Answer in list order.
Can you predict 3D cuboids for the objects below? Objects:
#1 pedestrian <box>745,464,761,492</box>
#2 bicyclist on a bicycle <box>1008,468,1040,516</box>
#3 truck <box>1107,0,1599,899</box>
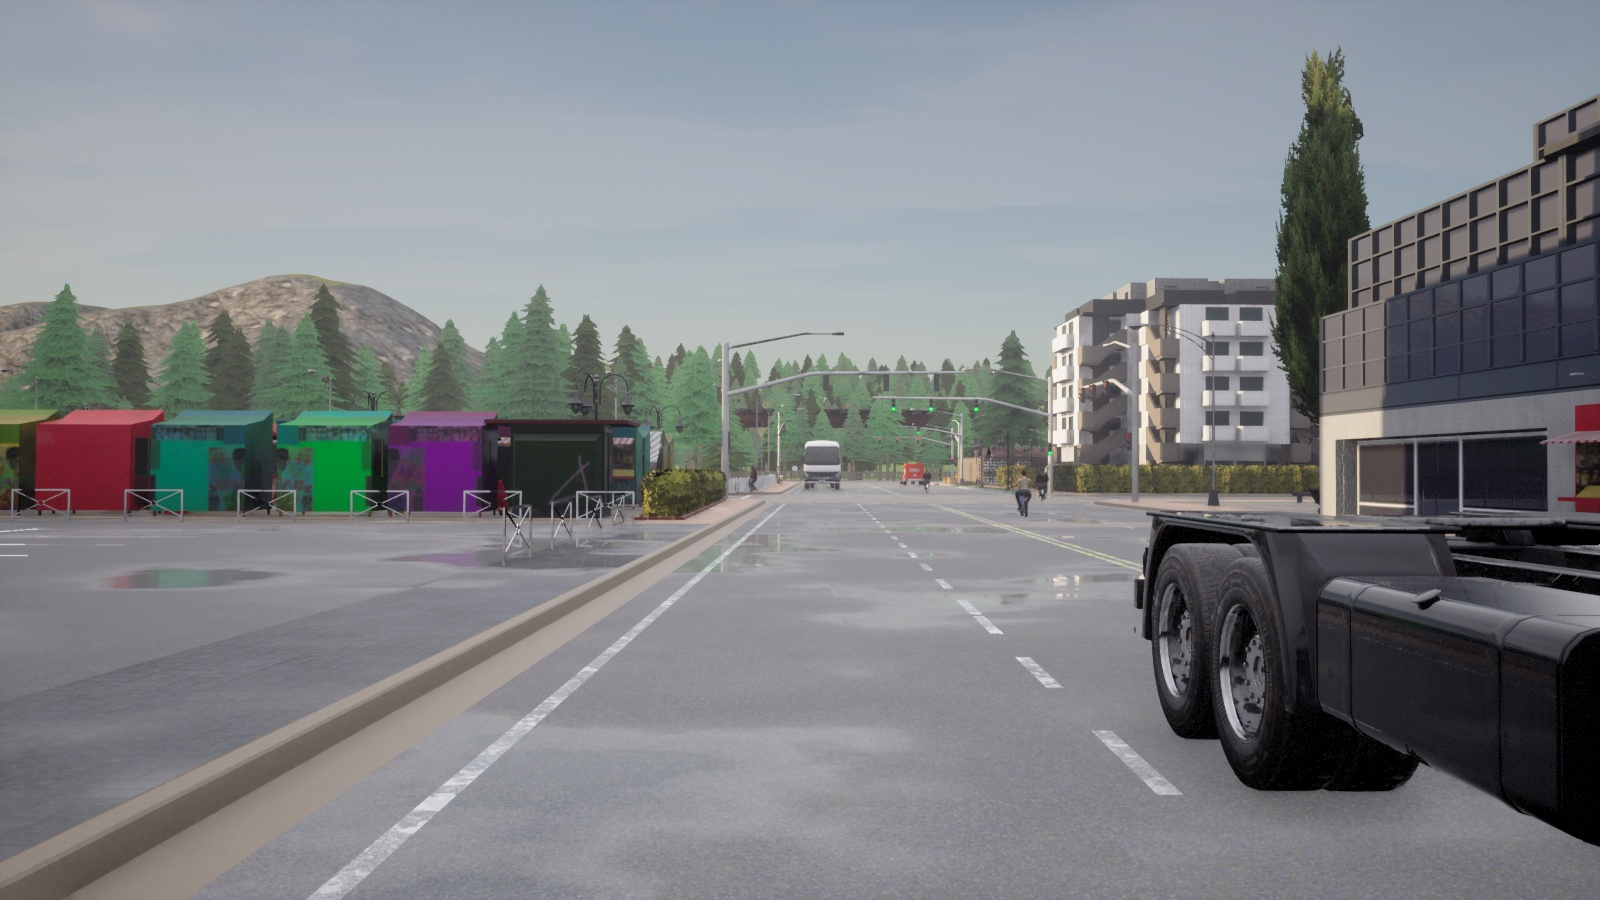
[{"bbox_3d":[-3.093,1.874,82.884,0.899,1.844,0.634,0,-1,-16],"label":"pedestrian"},{"bbox_3d":[7.734,1.449,43.490,0.866,1.612,1.509,0,-1,1],"label":"bicyclist on a bicycle"},{"bbox_3d":[3.537,-0.102,4.747,2.891,3.462,7.936,0,-1,1],"label":"truck"}]
